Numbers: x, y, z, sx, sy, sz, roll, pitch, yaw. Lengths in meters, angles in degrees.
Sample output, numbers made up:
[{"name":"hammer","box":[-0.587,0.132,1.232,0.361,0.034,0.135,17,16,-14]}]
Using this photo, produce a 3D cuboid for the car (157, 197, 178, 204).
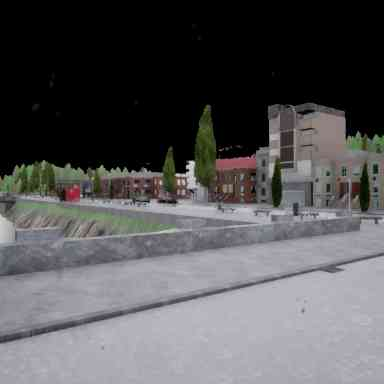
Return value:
[{"name":"car","box":[-4.574,1.601,60.735,1.895,1.301,4.718,0,0,-35]}]

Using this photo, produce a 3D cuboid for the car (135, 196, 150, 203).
[{"name":"car","box":[-10.377,1.561,68.869,1.994,1.385,4.181,0,0,-35]}]
